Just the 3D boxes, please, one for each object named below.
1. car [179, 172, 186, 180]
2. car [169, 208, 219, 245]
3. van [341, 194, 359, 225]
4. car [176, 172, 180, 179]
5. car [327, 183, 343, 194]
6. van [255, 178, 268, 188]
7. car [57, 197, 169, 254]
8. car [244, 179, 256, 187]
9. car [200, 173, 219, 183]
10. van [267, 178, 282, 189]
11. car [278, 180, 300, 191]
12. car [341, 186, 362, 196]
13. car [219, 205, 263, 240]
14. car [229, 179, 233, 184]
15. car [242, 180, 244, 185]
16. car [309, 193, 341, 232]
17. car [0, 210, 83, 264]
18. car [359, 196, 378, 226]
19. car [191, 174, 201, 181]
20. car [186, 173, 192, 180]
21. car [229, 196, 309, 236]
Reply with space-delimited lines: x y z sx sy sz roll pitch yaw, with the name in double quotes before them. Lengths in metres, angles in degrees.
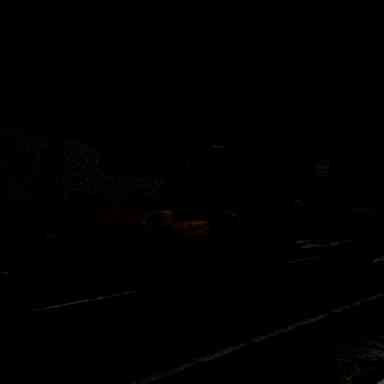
"car" -0.439 -4.098 89.448 2.185 1.767 4.553 4 1 33
"car" -1.686 1.500 15.532 5.366 1.575 1.946 -1 -1 34
"van" 8.389 1.291 22.308 4.442 1.987 1.878 -1 -1 35
"car" -2.214 -4.376 91.792 2.435 2.045 5.566 1 -1 34
"car" 23.945 -0.439 55.049 2.435 2.045 5.566 7 3 35
"van" 15.226 -1.777 67.254 1.878 1.987 4.442 7 4 35
"car" -4.003 1.245 13.701 5.566 2.045 2.435 -1 -1 34
"car" 13.647 -1.825 69.982 1.946 1.575 5.366 7 3 35
"car" 4.948 -3.189 82.261 1.946 1.575 5.366 7 3 34
"van" 16.959 -1.504 64.785 1.878 1.987 4.442 7 4 35
"car" 18.722 -1.005 62.426 2.231 1.521 4.892 7 3 35
"car" 25.640 0.123 52.579 2.002 1.452 4.674 7 3 35
"car" 0.918 1.545 17.164 4.674 1.452 2.002 -1 -1 35
"car" 10.065 -2.330 74.759 2.002 1.452 4.674 7 3 35
"car" 11.812 -2.057 72.300 2.002 1.452 4.674 7 4 35
"car" 5.853 1.262 20.634 5.566 2.045 2.435 -1 -1 35
"car" -6.445 1.522 11.952 4.792 1.488 2.163 -1 -1 34
"car" 10.795 1.397 24.062 4.553 1.767 2.185 -1 -1 35
"car" 3.093 -3.712 84.517 2.435 2.045 5.566 7 3 34
"car" 1.295 -3.864 86.981 2.185 1.767 4.553 6 3 34
"car" 3.342 1.258 18.925 5.566 2.045 2.435 -1 -1 35
